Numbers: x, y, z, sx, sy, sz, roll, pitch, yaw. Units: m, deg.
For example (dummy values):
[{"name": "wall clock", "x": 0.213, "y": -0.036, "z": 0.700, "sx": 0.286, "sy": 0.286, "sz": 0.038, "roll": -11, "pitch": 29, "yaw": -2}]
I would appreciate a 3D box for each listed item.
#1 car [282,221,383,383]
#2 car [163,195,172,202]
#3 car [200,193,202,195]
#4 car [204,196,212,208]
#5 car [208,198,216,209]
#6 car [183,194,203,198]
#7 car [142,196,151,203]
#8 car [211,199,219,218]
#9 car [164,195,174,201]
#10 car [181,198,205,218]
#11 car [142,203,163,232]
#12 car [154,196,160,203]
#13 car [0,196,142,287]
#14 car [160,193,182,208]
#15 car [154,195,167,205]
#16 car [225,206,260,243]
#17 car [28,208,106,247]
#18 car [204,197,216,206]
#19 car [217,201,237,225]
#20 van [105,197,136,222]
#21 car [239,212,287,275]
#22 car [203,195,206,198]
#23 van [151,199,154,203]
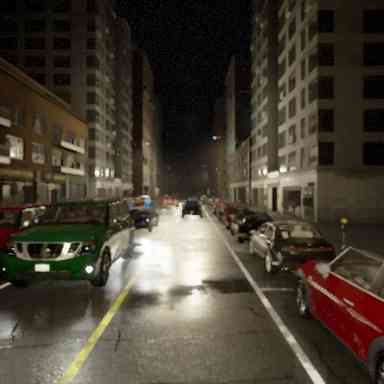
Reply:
[{"name": "car", "x": 2.857, "y": 1.438, "z": 4.683, "sx": 1.967, "sy": 1.590, "sz": 4.097, "roll": 0, "pitch": 0, "yaw": 0}, {"name": "car", "x": -5.654, "y": 1.448, "z": 76.352, "sx": 1.752, "sy": 1.417, "sz": 4.829, "roll": 0, "pitch": 0, "yaw": 0}, {"name": "car", "x": 2.868, "y": 1.381, "z": 59.942, "sx": 1.967, "sy": 1.590, "sz": 4.097, "roll": 0, "pitch": 0, "yaw": 0}, {"name": "car", "x": 2.865, "y": 1.514, "z": 43.365, "sx": 2.008, "sy": 1.369, "sz": 4.403, "roll": 0, "pitch": 0, "yaw": 0}, {"name": "car", "x": 2.863, "y": 1.558, "z": 32.313, "sx": 1.802, "sy": 1.307, "sz": 4.206, "roll": 0, "pitch": 0, "yaw": 0}, {"name": "car", "x": 0.066, "y": 1.453, "z": 45.042, "sx": 2.128, "sy": 1.511, "sz": 4.902, "roll": 0, "pitch": 0, "yaw": 1}, {"name": "car", "x": -5.663, "y": 1.292, "z": 32.315, "sx": 2.192, "sy": 1.841, "sz": 5.009, "roll": 0, "pitch": 0, "yaw": 0}, {"name": "car", "x": 2.862, "y": 1.533, "z": 26.787, "sx": 2.008, "sy": 1.369, "sz": 4.403, "roll": 0, "pitch": 0, "yaw": 0}, {"name": "car", "x": -5.653, "y": 1.468, "z": 82.047, "sx": 2.008, "sy": 1.369, "sz": 4.403, "roll": 0, "pitch": 0, "yaw": 0}, {"name": "car", "x": 0.014, "y": 1.505, "z": 29.753, "sx": 1.812, "sy": 1.442, "sz": 4.674, "roll": 0, "pitch": 0, "yaw": 0}, {"name": "car", "x": -3.075, "y": 1.589, "z": 19.971, "sx": 1.895, "sy": 1.301, "sz": 4.718, "roll": 0, "pitch": 0, "yaw": 0}, {"name": "car", "x": -5.658, "y": 1.474, "z": 54.249, "sx": 1.752, "sy": 1.417, "sz": 4.829, "roll": 0, "pitch": 0, "yaw": 0}, {"name": "car", "x": -3.084, "y": 1.217, "z": 9.672, "sx": 2.150, "sy": 2.045, "sz": 5.566, "roll": 0, "pitch": 0, "yaw": 1}, {"name": "car", "x": -2.991, "y": 1.317, "z": 47.553, "sx": 2.097, "sy": 1.767, "sz": 4.553, "roll": 0, "pitch": 0, "yaw": 0}, {"name": "car", "x": -5.658, "y": 1.382, "z": 59.944, "sx": 1.967, "sy": 1.590, "sz": 4.097, "roll": 0, "pitch": 0, "yaw": 0}, {"name": "car", "x": 2.859, "y": 1.557, "z": 15.735, "sx": 1.947, "sy": 1.339, "sz": 4.313, "roll": 0, "pitch": 0, "yaw": 0}, {"name": "car", "x": -5.666, "y": 1.542, "z": 15.738, "sx": 2.008, "sy": 1.369, "sz": 4.403, "roll": 0, "pitch": 0, "yaw": 0}, {"name": "car", "x": 2.867, "y": 1.530, "z": 54.416, "sx": 1.802, "sy": 1.307, "sz": 4.206, "roll": 0, "pitch": 0, "yaw": 0}, {"name": "car", "x": 2.860, "y": 1.532, "z": 21.261, "sx": 1.887, "sy": 1.381, "sz": 4.507, "roll": 0, "pitch": 0, "yaw": 0}, {"name": "van", "x": -5.664, "y": 1.323, "z": 26.789, "sx": 1.690, "sy": 1.788, "sz": 3.998, "roll": 0, "pitch": 0, "yaw": 0}, {"name": "car", "x": 2.858, "y": 1.546, "z": 10.209, "sx": 2.008, "sy": 1.369, "sz": 4.403, "roll": 0, "pitch": 0, "yaw": 0}, {"name": "car", "x": 2.866, "y": 1.506, "z": 48.891, "sx": 2.008, "sy": 1.369, "sz": 4.403, "roll": 0, "pitch": 0, "yaw": 0}, {"name": "van", "x": -5.659, "y": 1.312, "z": 37.840, "sx": 1.690, "sy": 1.788, "sz": 3.998, "roll": 0, "pitch": 0, "yaw": 0}]
